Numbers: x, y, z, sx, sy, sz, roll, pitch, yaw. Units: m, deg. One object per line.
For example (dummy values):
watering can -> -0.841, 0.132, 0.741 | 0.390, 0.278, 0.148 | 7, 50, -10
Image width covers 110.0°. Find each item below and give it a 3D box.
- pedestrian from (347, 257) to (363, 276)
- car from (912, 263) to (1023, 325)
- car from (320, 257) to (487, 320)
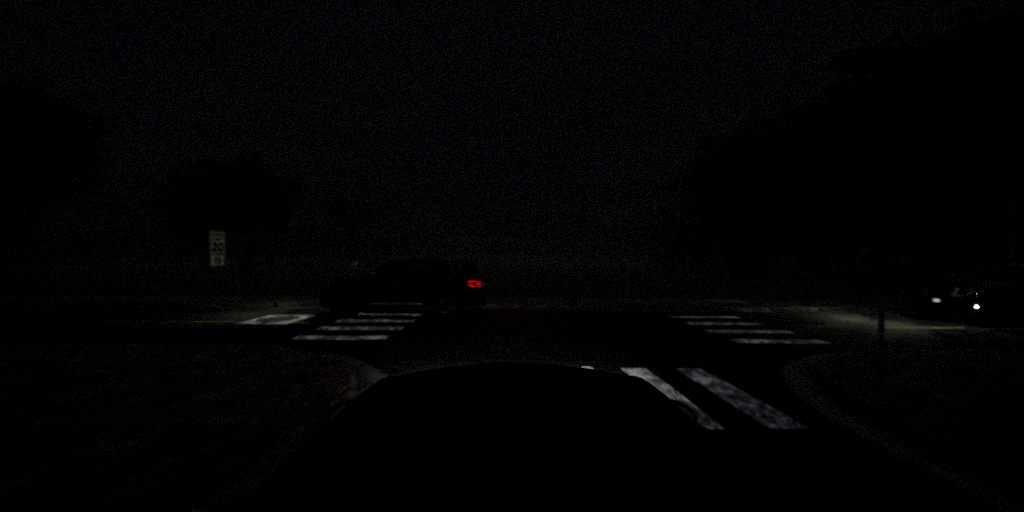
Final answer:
pedestrian -> -6.875, 0.939, 15.644 | 0.375, 1.860, 0.375 | 0, 0, 0
car -> 17.844, 1.262, 12.734 | 5.566, 2.045, 2.150 | 1, 1, 0
car -> -3.688, 1.071, 12.742 | 5.566, 2.045, 2.150 | 1, 1, 0
